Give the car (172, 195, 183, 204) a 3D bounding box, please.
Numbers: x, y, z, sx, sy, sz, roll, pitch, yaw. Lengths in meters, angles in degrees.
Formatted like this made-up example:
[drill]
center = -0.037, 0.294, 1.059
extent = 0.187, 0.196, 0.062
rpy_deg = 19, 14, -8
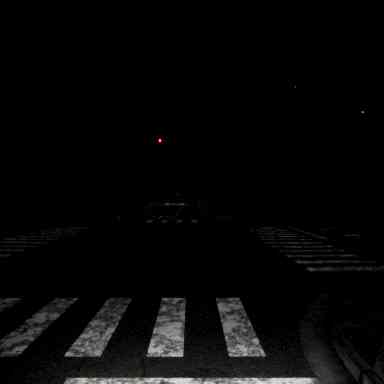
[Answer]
[car]
center = -2.932, 1.497, 69.321
extent = 2.097, 1.767, 4.553
rpy_deg = 0, 0, 0
